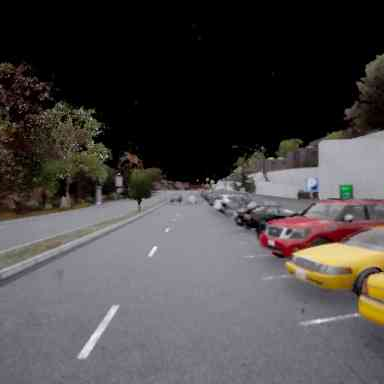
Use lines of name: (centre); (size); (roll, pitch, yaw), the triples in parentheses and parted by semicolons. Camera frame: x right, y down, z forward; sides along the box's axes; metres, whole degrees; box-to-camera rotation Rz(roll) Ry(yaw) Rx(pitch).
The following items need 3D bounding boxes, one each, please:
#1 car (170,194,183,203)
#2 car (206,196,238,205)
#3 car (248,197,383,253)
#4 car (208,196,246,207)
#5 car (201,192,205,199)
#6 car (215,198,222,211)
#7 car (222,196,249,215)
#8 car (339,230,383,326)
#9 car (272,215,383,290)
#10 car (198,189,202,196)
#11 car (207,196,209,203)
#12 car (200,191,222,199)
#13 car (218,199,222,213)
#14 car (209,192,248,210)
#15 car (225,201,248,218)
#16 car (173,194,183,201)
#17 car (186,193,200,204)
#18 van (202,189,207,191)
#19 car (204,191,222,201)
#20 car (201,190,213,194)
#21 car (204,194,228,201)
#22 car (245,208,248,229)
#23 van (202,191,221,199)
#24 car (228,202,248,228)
car: (-2.996, 1.345, 62.019); (1.812, 1.442, 4.674); (0, 1, 0)
car: (5.048, 1.407, 56.280); (4.792, 1.488, 2.163); (1, 1, -20)
car: (5.050, 1.256, 11.238); (5.566, 2.045, 2.435); (1, 0, -20)
car: (5.245, 1.445, 50.356); (5.366, 1.575, 1.946); (1, 0, -20)
car: (5.049, 1.263, 68.285); (4.792, 1.488, 2.163); (1, 1, -20)
car: (5.098, 1.589, 32.283); (4.792, 1.488, 2.163); (1, 0, -20)
car: (5.104, 1.433, 26.269); (4.553, 1.767, 2.185); (1, 0, -20)
car: (5.244, 1.493, 5.320); (5.366, 1.575, 1.946); (1, 0, -20)
car: (4.897, 1.493, 8.186); (5.366, 1.575, 1.946); (1, 0, -20)
car: (5.053, 0.803, 83.214); (5.566, 2.045, 2.435); (1, 1, -20)
car: (4.901, 1.537, 38.210); (5.366, 1.575, 1.946); (1, 1, -20)
car: (5.105, 0.731, 89.210); (5.566, 2.045, 2.435); (1, 1, -20)
car: (5.075, 1.605, 29.258); (4.674, 1.452, 2.002); (1, 0, -20)
car: (5.101, 1.302, 35.281); (5.566, 2.045, 2.435); (1, 0, -20)
car: (5.074, 1.592, 23.258); (4.674, 1.452, 2.002); (1, 0, -20)
car: (-2.996, 1.175, 72.056); (1.994, 1.385, 4.181); (0, 1, 0)
car: (0.003, 1.359, 60.822); (1.812, 1.442, 4.674); (0, 1, 0)
van: (5.186, 0.902, 77.307); (4.442, 1.987, 1.878); (1, 0, -20)
car: (5.051, 1.255, 44.262); (5.566, 2.045, 2.435); (1, 1, -20)
car: (5.047, 1.036, 74.273); (4.553, 1.767, 2.185); (1, 0, -20)
car: (5.070, 1.238, 71.303); (4.674, 1.452, 2.002); (1, 0, -20)
car: (5.045, 1.547, 14.241); (4.792, 1.488, 2.163); (1, 0, -20)
van: (4.970, 0.792, 86.168); (4.442, 1.987, 1.878); (1, 1, -20)
car: (5.065, 1.542, 20.258); (5.008, 1.535, 2.097); (1, -1, -20)
